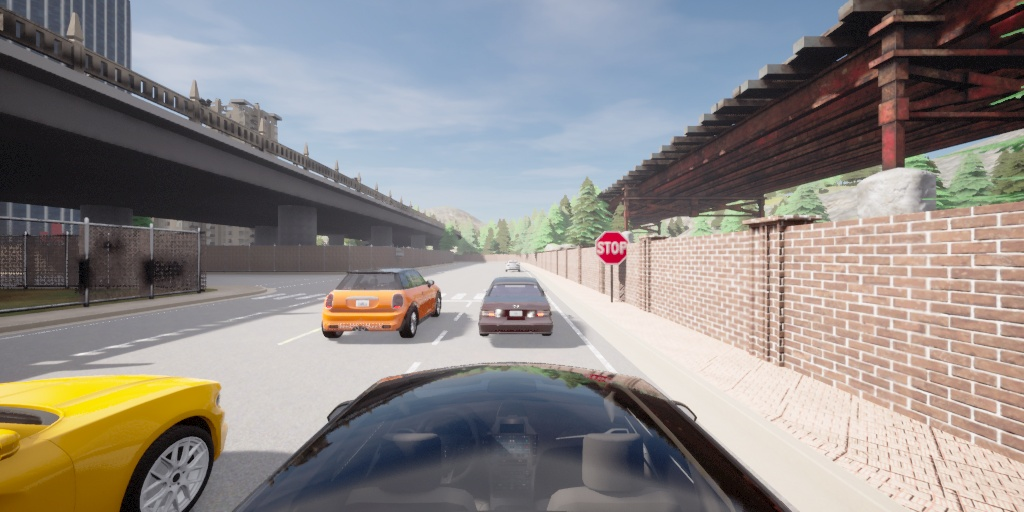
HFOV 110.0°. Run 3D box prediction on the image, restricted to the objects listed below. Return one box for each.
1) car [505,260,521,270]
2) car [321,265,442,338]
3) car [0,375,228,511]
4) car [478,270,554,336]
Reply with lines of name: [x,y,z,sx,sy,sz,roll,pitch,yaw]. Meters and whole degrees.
car: [0.106,1.276,46.209,1.812,1.442,4.674,0,0,-1]
car: [-3.414,1.102,10.306,2.097,1.767,4.553,0,0,0]
car: [-3.397,1.228,1.049,1.882,1.535,5.008,0,0,0]
car: [0.087,1.297,10.326,2.033,1.411,5.357,0,0,0]
